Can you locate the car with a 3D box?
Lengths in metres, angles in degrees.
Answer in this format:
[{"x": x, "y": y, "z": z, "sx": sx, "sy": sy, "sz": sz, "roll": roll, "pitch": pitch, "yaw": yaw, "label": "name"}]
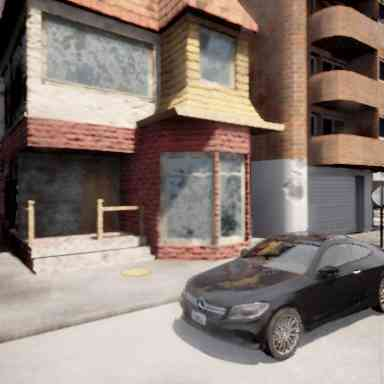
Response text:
[{"x": 1.988, "y": 1.492, "z": 6.016, "sx": 4.674, "sy": 1.442, "sz": 1.812, "roll": 0, "pitch": 0, "yaw": -35, "label": "car"}]
